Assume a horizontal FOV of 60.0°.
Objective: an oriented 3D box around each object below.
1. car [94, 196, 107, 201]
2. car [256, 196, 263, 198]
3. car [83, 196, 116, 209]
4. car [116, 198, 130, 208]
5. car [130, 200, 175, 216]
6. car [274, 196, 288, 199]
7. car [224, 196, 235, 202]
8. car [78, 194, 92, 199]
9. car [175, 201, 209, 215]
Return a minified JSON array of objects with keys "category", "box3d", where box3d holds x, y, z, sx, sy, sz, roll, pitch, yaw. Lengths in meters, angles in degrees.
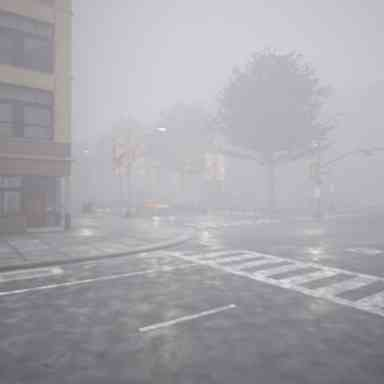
[{"category":"car","box3d":[-24.203,1.625,87.891,1.895,1.301,4.718,0,0,-36]},{"category":"car","box3d":[17.372,1.687,83.082,1.895,1.301,4.718,0,0,-36]},{"category":"car","box3d":[-13.124,1.607,46.825,2.033,1.411,5.357,0,0,-35]},{"category":"car","box3d":[-10.177,1.564,48.717,2.128,1.511,4.902,0,0,-35]},{"category":"car","box3d":[-4.147,1.537,34.238,1.882,1.535,5.008,0,0,-36]},{"category":"car","box3d":[18.207,1.517,69.150,2.002,1.452,4.674,0,0,-36]},{"category":"car","box3d":[7.725,1.595,76.626,2.161,1.482,4.786,0,0,-36]},{"category":"car","box3d":[-27.007,1.373,85.797,2.097,1.767,4.553,0,0,-36]},{"category":"car","box3d":[-0.340,1.672,34.935,1.895,1.301,4.718,0,0,-36]}]
